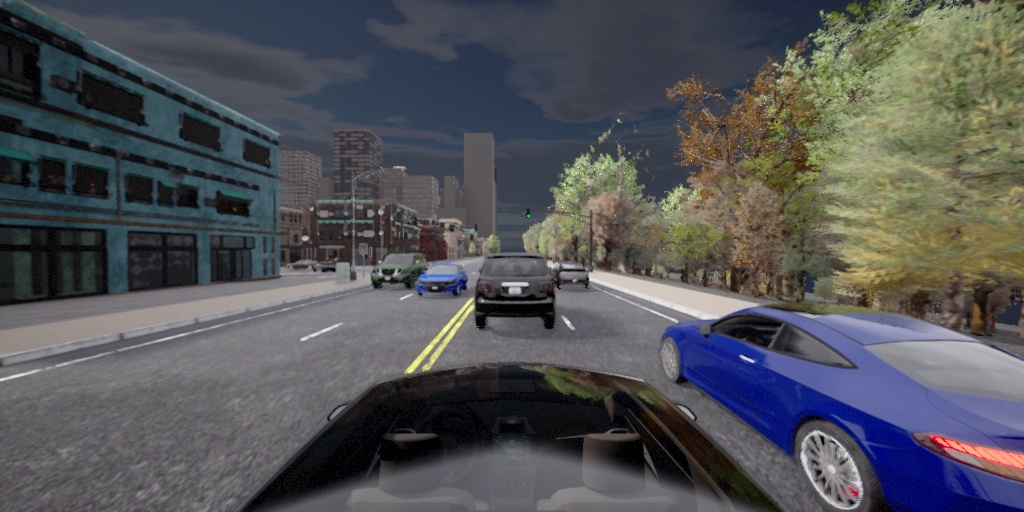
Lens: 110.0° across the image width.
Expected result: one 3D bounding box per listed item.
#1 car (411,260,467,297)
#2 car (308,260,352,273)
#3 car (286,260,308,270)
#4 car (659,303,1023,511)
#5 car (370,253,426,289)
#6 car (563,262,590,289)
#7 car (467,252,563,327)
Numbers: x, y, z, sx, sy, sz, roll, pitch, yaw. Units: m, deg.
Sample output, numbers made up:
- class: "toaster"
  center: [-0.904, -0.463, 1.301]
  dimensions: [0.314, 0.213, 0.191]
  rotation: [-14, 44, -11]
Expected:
- class: "car"
  center: [-3.353, 1.105, 18.087]
  dimensions: [1.882, 1.535, 5.008]
  rotation: [0, 0, 0]
- class: "car"
  center: [-19.979, 1.282, 40.304]
  dimensions: [4.313, 1.339, 1.948]
  rotation: [0, 0, 0]
- class: "car"
  center: [-28.320, 1.217, 48.809]
  dimensions: [4.403, 1.370, 2.007]
  rotation: [0, 0, 0]
- class: "car"
  center: [3.344, 1.257, 4.042]
  dimensions: [1.812, 1.442, 4.674]
  rotation: [0, 1, 0]
- class: "car"
  center: [-6.598, 0.824, 21.795]
  dimensions: [2.150, 2.045, 5.566]
  rotation: [0, 0, 0]
- class: "car"
  center: [3.335, 1.091, 21.450]
  dimensions: [2.128, 1.511, 4.902]
  rotation: [0, 0, 0]
- class: "car"
  center: [0.094, 0.900, 11.312]
  dimensions: [2.150, 2.045, 5.566]
  rotation: [0, 1, 0]
